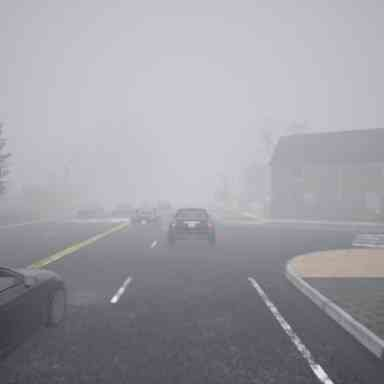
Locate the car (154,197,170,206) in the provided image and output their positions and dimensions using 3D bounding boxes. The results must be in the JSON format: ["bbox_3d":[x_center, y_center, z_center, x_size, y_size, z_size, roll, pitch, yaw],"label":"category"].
[{"bbox_3d":[-3.528,1.845,43.593,1.882,1.535,5.008,0,0,-1],"label":"car"}]

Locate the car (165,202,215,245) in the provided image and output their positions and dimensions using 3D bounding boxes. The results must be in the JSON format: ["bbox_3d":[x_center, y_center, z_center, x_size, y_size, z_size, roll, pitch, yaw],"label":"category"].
[{"bbox_3d":[-0.024,1.495,16.613,2.097,1.767,4.553,0,0,0],"label":"car"}]

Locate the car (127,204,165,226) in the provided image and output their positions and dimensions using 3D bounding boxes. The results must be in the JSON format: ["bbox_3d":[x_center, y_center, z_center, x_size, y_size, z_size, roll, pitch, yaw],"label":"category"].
[{"bbox_3d":[-3.351,1.819,25.272,1.895,1.301,4.718,0,0,-1],"label":"car"}]

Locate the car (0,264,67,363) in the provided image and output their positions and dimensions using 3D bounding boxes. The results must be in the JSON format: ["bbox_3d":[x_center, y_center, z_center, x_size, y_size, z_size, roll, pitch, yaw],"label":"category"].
[{"bbox_3d":[-3.176,1.564,4.149,1.812,1.442,4.674,0,-1,0],"label":"car"}]

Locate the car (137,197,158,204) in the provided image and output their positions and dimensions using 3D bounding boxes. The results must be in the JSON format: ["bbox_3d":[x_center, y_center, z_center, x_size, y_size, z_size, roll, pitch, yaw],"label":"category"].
[{"bbox_3d":[-7.027,1.789,52.316,2.097,1.767,4.553,0,0,0],"label":"car"}]

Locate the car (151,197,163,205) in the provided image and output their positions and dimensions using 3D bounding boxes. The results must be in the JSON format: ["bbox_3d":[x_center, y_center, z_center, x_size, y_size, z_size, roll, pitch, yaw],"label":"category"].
[{"bbox_3d":[-7.101,1.728,67.228,1.882,1.535,5.008,0,0,-1],"label":"car"}]

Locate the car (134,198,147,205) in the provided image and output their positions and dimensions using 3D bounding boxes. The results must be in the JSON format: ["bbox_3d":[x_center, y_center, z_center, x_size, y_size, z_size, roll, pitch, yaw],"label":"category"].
[{"bbox_3d":[-10.349,1.895,66.913,1.994,1.385,4.181,0,0,-1],"label":"car"}]

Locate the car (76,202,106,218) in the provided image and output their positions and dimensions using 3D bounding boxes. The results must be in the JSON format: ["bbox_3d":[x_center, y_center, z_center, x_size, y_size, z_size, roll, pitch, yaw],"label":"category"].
[{"bbox_3d":[-10.129,1.768,33.531,1.882,1.535,5.008,0,0,0],"label":"car"}]

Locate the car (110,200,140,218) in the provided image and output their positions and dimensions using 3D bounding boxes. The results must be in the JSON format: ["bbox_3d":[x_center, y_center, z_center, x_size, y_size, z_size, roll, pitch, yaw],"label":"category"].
[{"bbox_3d":[-6.878,1.853,33.632,1.994,1.385,4.181,0,0,0],"label":"car"}]
